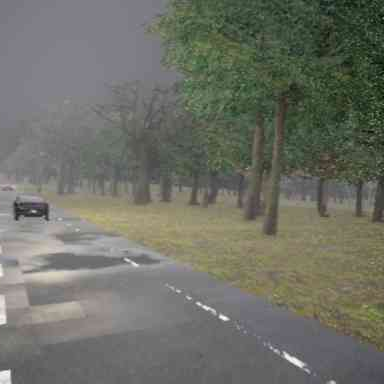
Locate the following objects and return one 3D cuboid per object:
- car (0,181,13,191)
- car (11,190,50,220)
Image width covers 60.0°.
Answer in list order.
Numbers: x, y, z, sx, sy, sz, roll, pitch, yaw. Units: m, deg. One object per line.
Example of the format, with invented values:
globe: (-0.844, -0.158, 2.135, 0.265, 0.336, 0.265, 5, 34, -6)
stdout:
car: (-37.323, -0.863, 67.271, 1.812, 1.442, 4.674, 4, 0, -30)
car: (-10.403, 0.898, 21.401, 1.882, 1.535, 5.008, 4, 0, -30)
